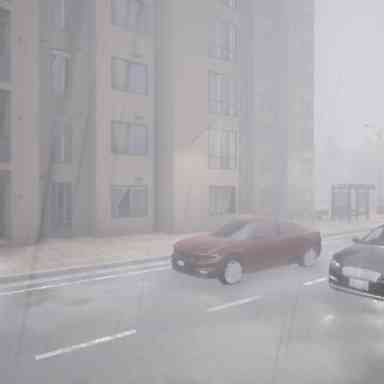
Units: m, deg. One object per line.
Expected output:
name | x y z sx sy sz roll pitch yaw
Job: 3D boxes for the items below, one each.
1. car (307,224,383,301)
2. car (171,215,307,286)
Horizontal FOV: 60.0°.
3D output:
car | 5.155 1.491 7.813 4.902 1.511 2.128 0 0 -36
car | 1.737 1.478 9.640 5.008 1.535 1.882 0 0 -36
